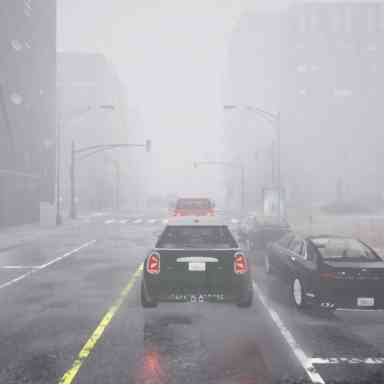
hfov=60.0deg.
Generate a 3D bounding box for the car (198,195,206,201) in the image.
[{"bbox_3d":[2.664,1.582,90.351,1.887,1.381,4.507,1,0,0],"label":"car"}]

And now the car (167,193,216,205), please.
[{"bbox_3d":[0.080,1.228,17.558,2.150,2.045,5.566,0,0,0],"label":"car"}]

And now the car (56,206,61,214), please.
[{"bbox_3d":[-15.365,1.589,32.503,4.902,1.511,2.128,0,-1,3],"label":"car"}]

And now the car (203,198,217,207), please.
[{"bbox_3d":[2.680,1.585,51.354,1.947,1.339,4.313,1,0,0],"label":"car"}]

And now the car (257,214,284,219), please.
[{"bbox_3d":[2.825,1.555,13.161,2.008,1.369,4.403,1,0,0],"label":"car"}]

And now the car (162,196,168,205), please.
[{"bbox_3d":[-1.124,1.583,39.734,1.837,1.490,4.892,2,1,28],"label":"car"}]

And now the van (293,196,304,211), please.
[{"bbox_3d":[13.748,1.296,38.178,3.998,1.788,1.690,0,0,0],"label":"van"}]

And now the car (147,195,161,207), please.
[{"bbox_3d":[-5.696,1.334,51.390,2.192,1.841,5.009,1,0,0],"label":"car"}]

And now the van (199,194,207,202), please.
[{"bbox_3d":[2.671,1.373,79.210,1.690,1.788,3.998,1,0,0],"label":"van"}]

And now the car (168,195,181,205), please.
[{"bbox_3d":[-3.093,1.375,60.612,2.097,1.767,4.553,0,0,0],"label":"car"}]

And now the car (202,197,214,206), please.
[{"bbox_3d":[2.677,1.603,56.925,1.802,1.307,4.206,1,0,0],"label":"car"}]

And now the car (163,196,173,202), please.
[{"bbox_3d":[-5.712,1.597,79.245,1.947,1.339,4.313,1,0,0],"label":"car"}]

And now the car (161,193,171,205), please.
[{"bbox_3d":[-3.142,1.240,51.043,2.150,2.045,5.566,0,0,0],"label":"car"}]

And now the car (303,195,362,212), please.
[{"bbox_3d":[14.974,1.385,35.577,5.008,1.535,1.882,0,-1,2],"label":"car"}]

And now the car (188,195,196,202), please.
[{"bbox_3d":[-0.034,1.557,80.947,1.812,1.442,4.674,0,0,0],"label":"car"}]

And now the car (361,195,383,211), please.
[{"bbox_3d":[19.275,1.228,38.141,5.009,1.841,2.192,0,0,0],"label":"car"}]

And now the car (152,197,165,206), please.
[{"bbox_3d":[-5.702,1.566,56.961,1.887,1.381,4.507,1,0,0],"label":"car"}]

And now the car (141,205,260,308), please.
[{"bbox_3d":[0.097,1.354,8.087,2.097,1.767,4.553,0,0,0],"label":"car"}]

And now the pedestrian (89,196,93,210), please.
[{"bbox_3d":[-12.546,1.347,41.312,0.375,1.860,0.375,0,0,0],"label":"pedestrian"}]

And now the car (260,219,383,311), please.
[{"bbox_3d":[2.828,1.553,7.591,2.008,1.369,4.403,1,0,0],"label":"car"}]

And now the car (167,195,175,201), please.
[{"bbox_3d":[-5.717,1.603,90.387,1.947,1.339,4.313,1,0,0],"label":"car"}]

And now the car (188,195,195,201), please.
[{"bbox_3d":[-0.038,1.537,90.833,1.837,1.490,4.892,0,0,0],"label":"car"}]

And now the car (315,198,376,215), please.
[{"bbox_3d":[13.691,1.413,29.797,4.206,1.307,1.802,0,0,0],"label":"car"}]
